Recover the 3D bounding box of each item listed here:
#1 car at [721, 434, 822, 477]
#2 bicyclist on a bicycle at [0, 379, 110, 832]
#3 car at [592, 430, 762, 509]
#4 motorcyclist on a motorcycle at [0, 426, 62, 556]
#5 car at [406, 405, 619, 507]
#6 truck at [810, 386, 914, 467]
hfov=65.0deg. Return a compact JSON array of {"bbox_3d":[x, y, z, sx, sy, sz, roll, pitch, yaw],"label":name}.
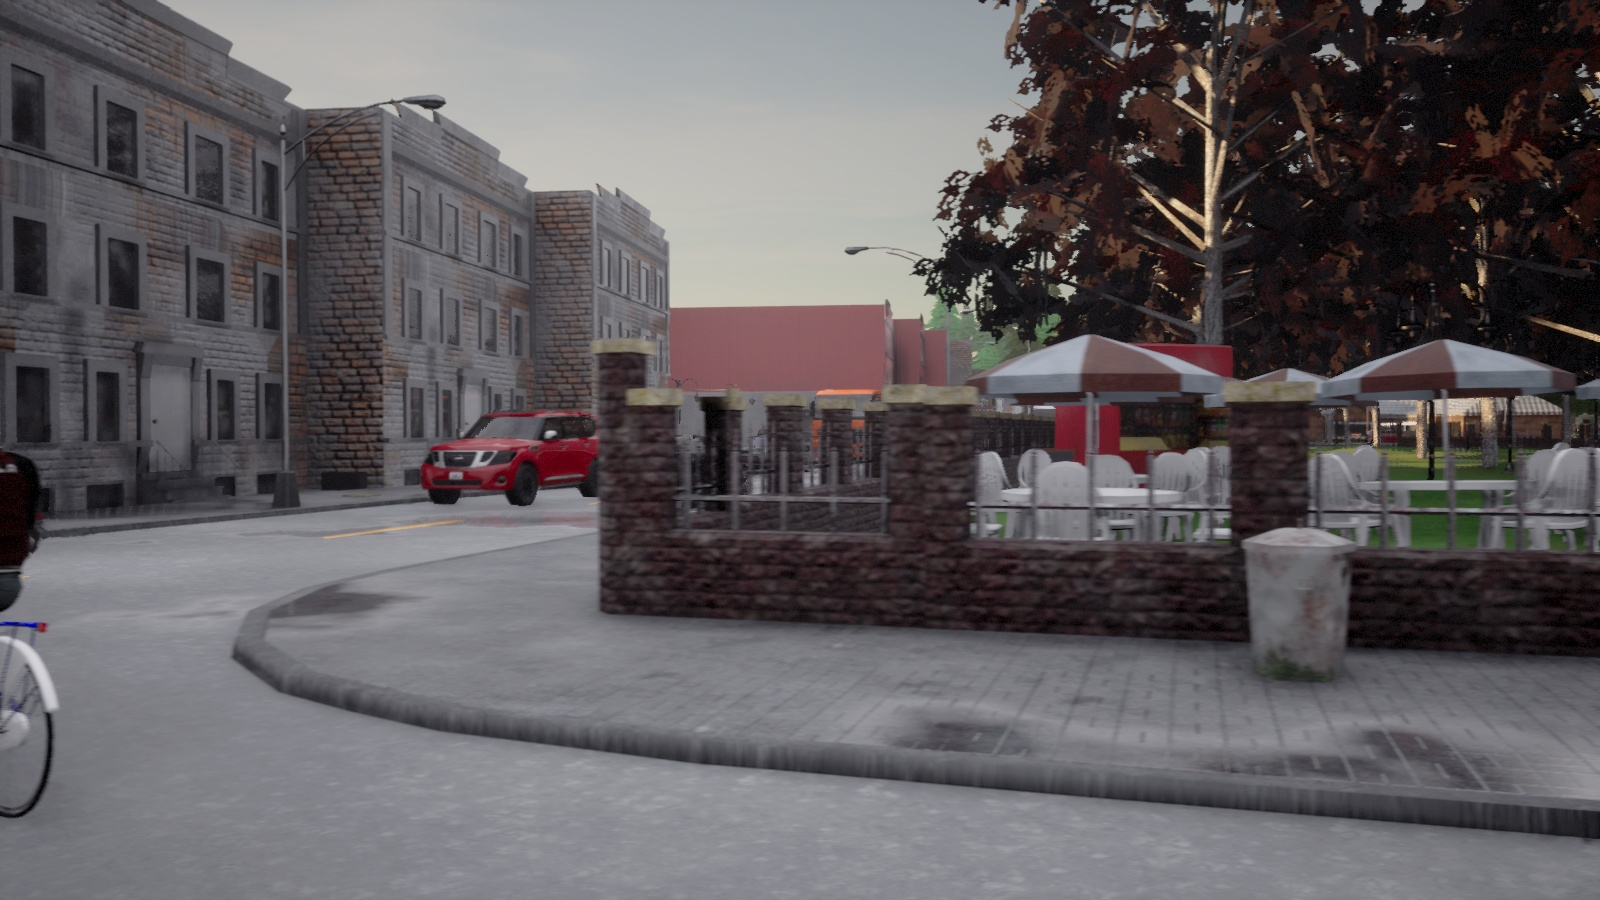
[{"bbox_3d":[-0.939,0.153,45.339,2.033,1.411,5.357,0,1,17],"label":"car"},{"bbox_3d":[-3.858,0.597,5.482,1.843,1.776,0.659,1,0,33],"label":"bicyclist on a bicycle"},{"bbox_3d":[-2.498,0.341,26.726,2.007,1.525,4.514,0,1,17],"label":"car"},{"bbox_3d":[-10.174,0.498,15.404,0.866,1.590,1.817,1,1,17],"label":"motorcyclist on a motorcycle"},{"bbox_3d":[-6.243,0.077,28.143,2.150,2.045,5.566,0,1,17],"label":"car"},{"bbox_3d":[2.992,-1.062,58.039,2.891,3.462,7.936,0,1,17],"label":"truck"}]
